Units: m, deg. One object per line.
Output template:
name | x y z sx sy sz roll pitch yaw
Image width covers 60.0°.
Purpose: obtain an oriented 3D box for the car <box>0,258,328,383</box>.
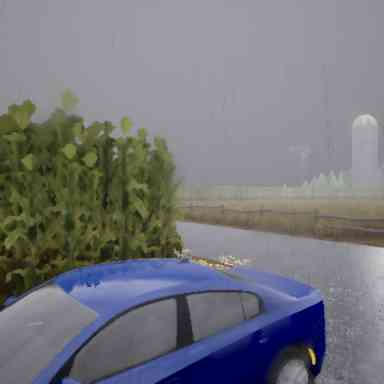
car | -0.738 1.478 3.081 5.008 1.535 1.882 0 1 -38
